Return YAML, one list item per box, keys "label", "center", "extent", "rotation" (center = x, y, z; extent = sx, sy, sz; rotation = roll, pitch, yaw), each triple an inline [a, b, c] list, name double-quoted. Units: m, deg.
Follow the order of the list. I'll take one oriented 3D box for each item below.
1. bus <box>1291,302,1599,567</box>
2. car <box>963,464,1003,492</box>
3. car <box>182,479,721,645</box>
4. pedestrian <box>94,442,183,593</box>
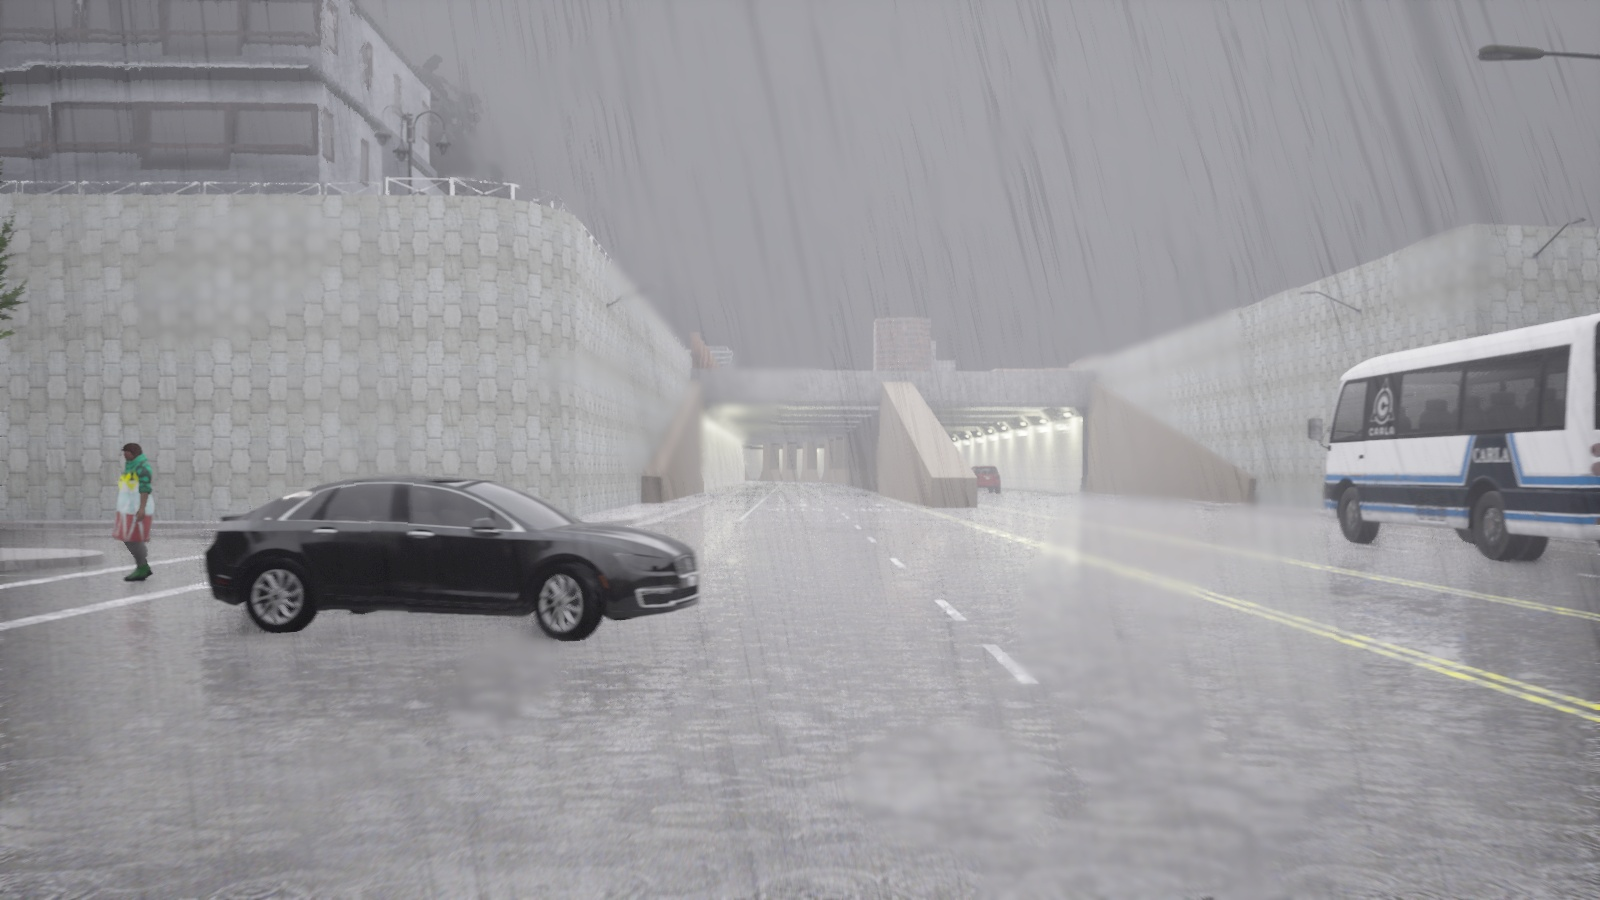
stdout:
- label: "bus"
  center: [13.909, -0.170, 25.330]
  extent: [3.944, 4.253, 10.273]
  rotation: [0, -1, 0]
- label: "car"
  center: [13.693, 2.120, 94.411]
  extent: [2.150, 2.045, 5.566]
  rotation: [0, -1, 0]
- label: "car"
  center: [-3.389, 1.050, 12.594]
  extent: [4.892, 1.490, 1.837]
  rotation: [-1, -2, 10]
- label: "pedestrian"
  center: [-8.869, 0.882, 16.845]
  extent: [0.659, 1.952, 0.873]
  rotation: [-1, -1, 43]
